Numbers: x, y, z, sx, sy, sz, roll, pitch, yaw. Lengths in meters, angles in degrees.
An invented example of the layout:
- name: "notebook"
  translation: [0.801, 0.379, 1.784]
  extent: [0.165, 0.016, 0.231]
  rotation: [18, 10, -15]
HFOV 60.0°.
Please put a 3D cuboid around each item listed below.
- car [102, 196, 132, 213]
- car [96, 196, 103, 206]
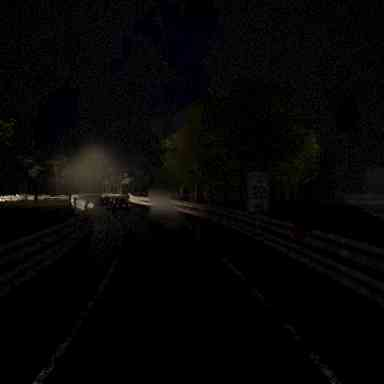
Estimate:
- name: "car"
  translation: [-7.888, 1.406, 35.692]
  extent: [2.033, 1.411, 5.357]
  rotation: [-1, 1, -24]
- name: "car"
  translation: [-12.513, 1.299, 47.330]
  extent: [1.994, 1.385, 4.181]
  rotation: [0, 1, -17]
